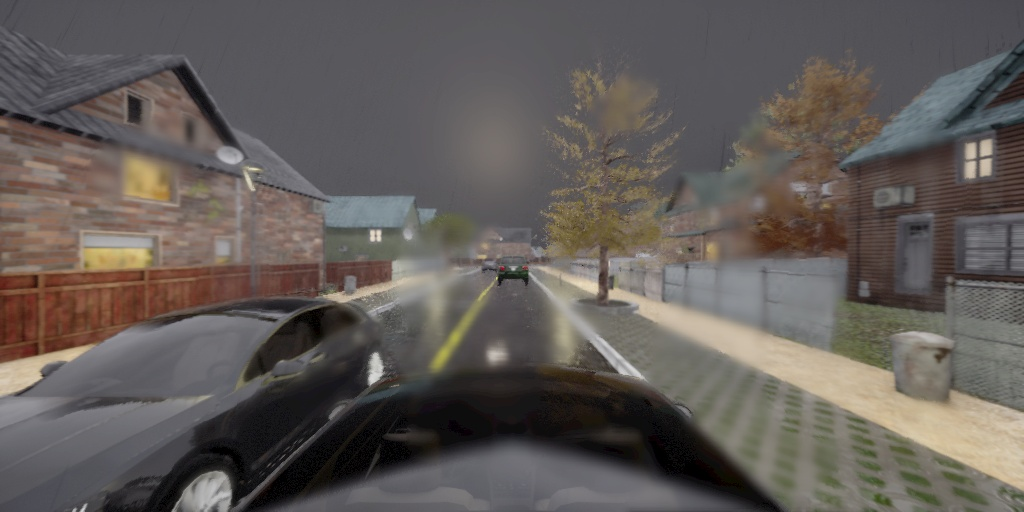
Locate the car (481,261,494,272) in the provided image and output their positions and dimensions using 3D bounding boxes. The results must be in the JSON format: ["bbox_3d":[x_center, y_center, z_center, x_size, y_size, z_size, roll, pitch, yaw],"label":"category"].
[{"bbox_3d":[-2.832,1.331,46.165,2.033,1.411,5.357,0,0,0],"label":"car"}]

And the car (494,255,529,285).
[{"bbox_3d":[0.090,0.967,26.242,2.150,2.045,5.566,0,0,0],"label":"car"}]

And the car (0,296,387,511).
[{"bbox_3d":[-2.844,1.256,3.711,1.837,1.490,4.892,0,-1,0],"label":"car"}]
